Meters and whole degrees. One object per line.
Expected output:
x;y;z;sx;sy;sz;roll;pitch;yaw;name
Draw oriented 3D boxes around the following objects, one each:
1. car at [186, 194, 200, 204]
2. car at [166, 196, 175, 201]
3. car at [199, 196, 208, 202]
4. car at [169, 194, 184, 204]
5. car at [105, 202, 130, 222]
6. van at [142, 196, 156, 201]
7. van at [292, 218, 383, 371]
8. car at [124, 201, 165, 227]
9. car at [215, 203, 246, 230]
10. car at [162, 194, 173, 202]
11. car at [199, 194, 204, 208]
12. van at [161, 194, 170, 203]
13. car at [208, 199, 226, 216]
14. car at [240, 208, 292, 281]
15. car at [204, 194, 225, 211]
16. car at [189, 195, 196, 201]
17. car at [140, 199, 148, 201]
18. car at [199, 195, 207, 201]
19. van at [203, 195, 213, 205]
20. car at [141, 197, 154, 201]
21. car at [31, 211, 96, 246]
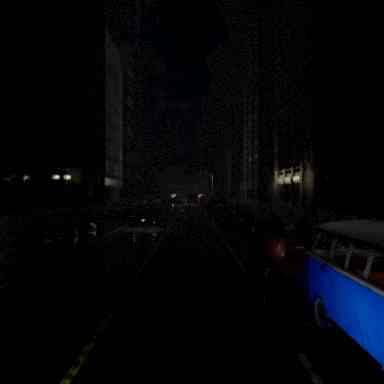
0.062;1.320;67.585;2.150;2.045;5.566;0;0;0;car
-5.681;1.687;88.350;2.008;1.369;4.403;0;0;0;car
2.839;1.670;82.743;1.887;1.381;4.507;0;0;0;car
-2.957;1.600;64.545;1.837;1.490;4.892;0;0;0;car
-5.737;1.581;26.646;2.008;1.369;4.403;0;0;0;car
-5.722;1.398;43.475;1.690;1.788;3.998;0;0;0;van
2.767;1.345;4.216;1.690;1.788;3.998;0;0;0;van
-3.078;1.589;22.891;1.994;1.385;4.181;0;0;0;car
2.782;1.589;21.042;1.947;1.339;4.313;0;0;0;car
-5.691;1.430;77.132;2.192;1.841;5.009;0;0;0;car
2.396;1.525;49.840;1.801;1.575;5.366;0;0;0;car
-5.696;1.446;71.523;1.690;1.788;3.998;0;0;0;van
2.793;1.621;32.261;1.802;1.307;4.206;0;0;0;car
2.772;1.450;9.825;1.967;1.590;4.097;0;0;0;car
2.798;1.363;37.870;2.192;1.841;5.009;0;0;0;car
0.078;1.476;84.955;1.837;1.490;4.892;0;0;0;car
-5.733;1.621;32.256;1.802;1.307;4.206;0;0;0;car
2.844;1.576;88.352;1.967;1.590;4.097;0;0;0;car
2.819;1.427;60.307;1.690;1.788;3.998;0;0;0;van
-5.727;1.573;37.695;1.752;1.417;4.829;0;0;0;car
-5.748;1.582;15.428;1.947;1.339;4.313;0;0;0;car
